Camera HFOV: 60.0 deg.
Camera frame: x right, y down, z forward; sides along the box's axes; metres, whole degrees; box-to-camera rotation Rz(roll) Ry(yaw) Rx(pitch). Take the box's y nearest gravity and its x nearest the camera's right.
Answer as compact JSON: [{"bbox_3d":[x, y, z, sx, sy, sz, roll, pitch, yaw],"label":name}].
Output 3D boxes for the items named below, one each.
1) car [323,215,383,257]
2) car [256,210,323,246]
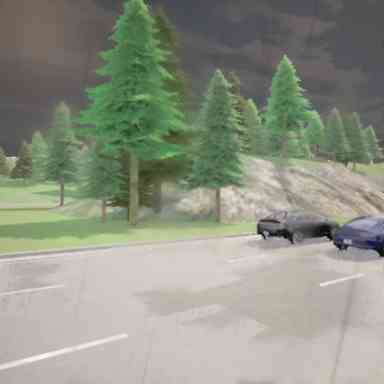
[{"bbox_3d":[7.636,1.682,13.592,4.674,1.442,1.812,1,0,-35],"label":"car"},{"bbox_3d":[5.286,1.646,16.220,4.902,1.511,2.128,1,0,-35],"label":"car"}]
